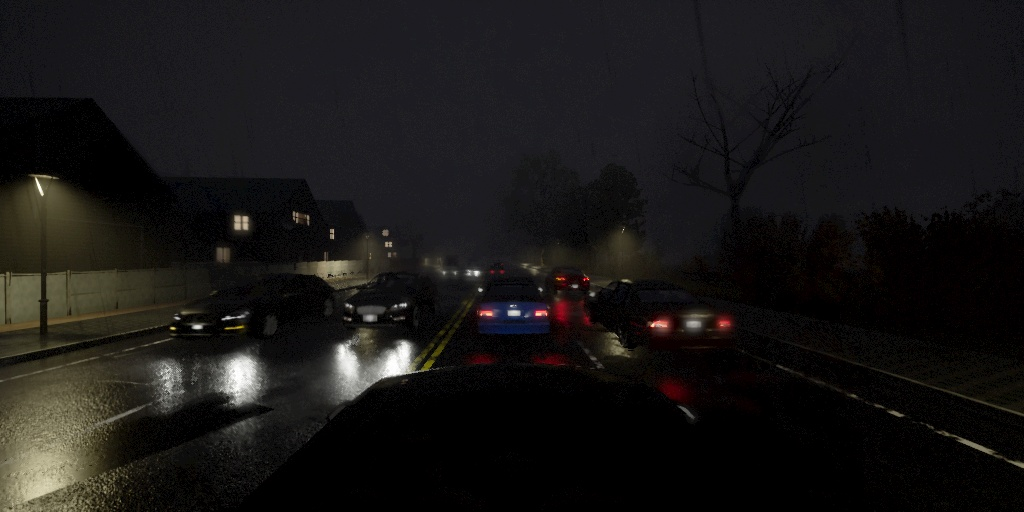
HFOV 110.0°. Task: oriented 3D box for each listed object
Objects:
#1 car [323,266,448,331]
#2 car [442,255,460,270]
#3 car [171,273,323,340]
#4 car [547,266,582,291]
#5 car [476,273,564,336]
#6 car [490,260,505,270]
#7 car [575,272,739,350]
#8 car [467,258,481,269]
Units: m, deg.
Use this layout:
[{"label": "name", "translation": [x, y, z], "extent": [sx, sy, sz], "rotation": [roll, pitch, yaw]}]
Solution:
[{"label": "car", "translation": [-3.498, 1.242, 11.148], "extent": [2.128, 1.511, 4.902], "rotation": [0, 0, -1]}, {"label": "car", "translation": [-8.863, 0.943, 52.699], "extent": [2.150, 2.045, 5.566], "rotation": [0, 0, -4]}, {"label": "car", "translation": [-6.724, 1.254, 10.027], "extent": [1.837, 1.490, 4.892], "rotation": [0, 0, -1]}, {"label": "car", "translation": [2.953, 1.279, 19.529], "extent": [1.812, 1.442, 4.674], "rotation": [0, 0, -2]}, {"label": "car", "translation": [-0.016, 1.299, 10.352], "extent": [2.033, 1.411, 5.357], "rotation": [0, 0, -1]}, {"label": "car", "translation": [-2.188, 1.262, 51.724], "extent": [1.812, 1.442, 4.674], "rotation": [0, 0, -3]}, {"label": "car", "translation": [3.246, 1.300, 9.081], "extent": [2.033, 1.411, 5.357], "rotation": [0, 0, -2]}, {"label": "car", "translation": [-5.622, 1.062, 52.941], "extent": [2.128, 1.511, 4.902], "rotation": [0, 0, -4]}]
